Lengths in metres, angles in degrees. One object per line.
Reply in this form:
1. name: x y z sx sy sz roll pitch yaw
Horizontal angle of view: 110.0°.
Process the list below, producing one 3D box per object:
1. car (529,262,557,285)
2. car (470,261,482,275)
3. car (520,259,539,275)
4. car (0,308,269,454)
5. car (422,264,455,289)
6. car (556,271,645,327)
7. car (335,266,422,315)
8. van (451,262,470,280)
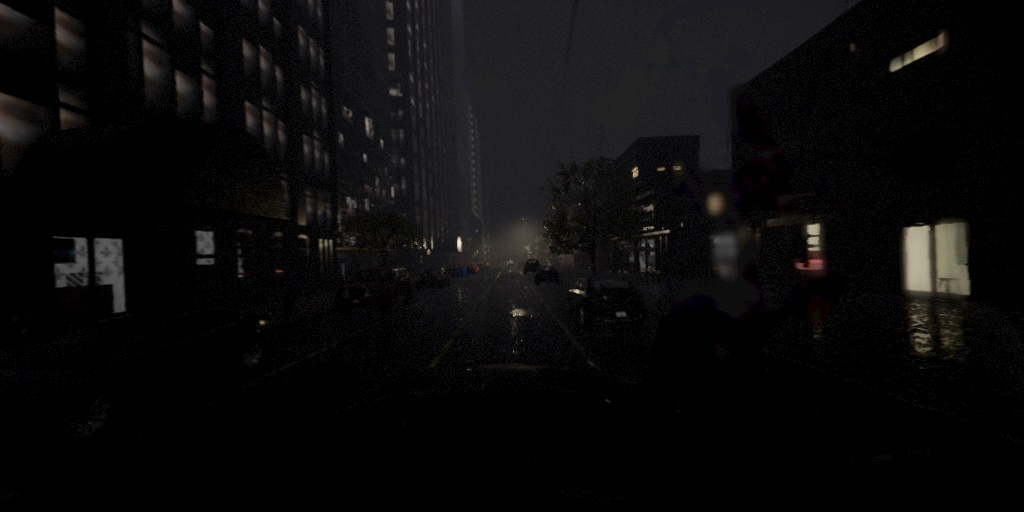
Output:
1. car: 2.580 1.399 27.109 2.007 1.370 4.403 0 0 0
2. car: -5.910 1.704 49.950 2.192 1.841 5.009 0 0 0
3. car: 2.489 1.311 44.447 2.192 1.841 5.009 0 0 0
4. car: -5.836 1.583 5.673 1.948 1.339 4.313 0 0 0
5. car: -5.817 1.636 27.084 1.967 1.591 4.097 0 0 0
6. car: 2.771 1.259 11.242 2.007 1.370 4.403 0 0 0
7. car: -5.856 1.420 16.015 2.192 1.841 5.009 0 0 0
8. van: -5.859 1.637 38.881 1.690 1.789 3.998 0 0 0
